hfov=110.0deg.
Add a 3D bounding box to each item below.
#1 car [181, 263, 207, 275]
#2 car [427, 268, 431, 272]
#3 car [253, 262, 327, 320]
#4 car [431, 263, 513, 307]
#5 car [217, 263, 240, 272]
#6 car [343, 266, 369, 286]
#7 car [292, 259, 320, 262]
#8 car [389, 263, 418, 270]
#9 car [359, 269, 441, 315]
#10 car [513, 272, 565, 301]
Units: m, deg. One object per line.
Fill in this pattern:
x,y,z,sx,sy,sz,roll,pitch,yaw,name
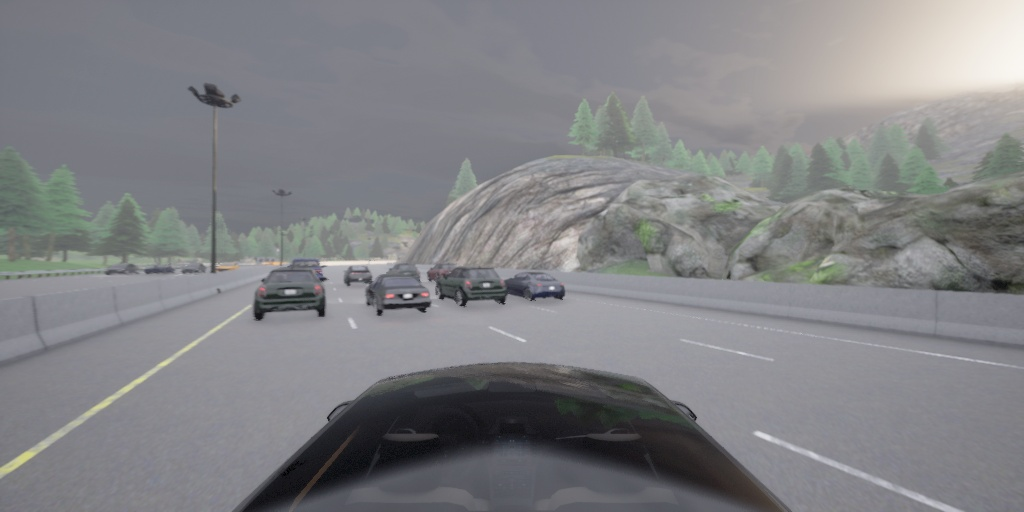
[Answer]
-42.915,1.710,48.522,1.837,1.490,4.892,0,-1,-28,car
-6.065,1.419,31.780,2.097,1.767,4.553,0,-1,-28,car
-8.226,1.220,13.599,2.097,1.767,4.553,0,-1,-28,car
-2.057,1.263,16.908,2.097,1.767,4.553,0,-1,-28,car
-40.257,1.712,50.972,1.882,1.535,5.008,0,-1,-28,car
-12.270,1.518,28.538,2.128,1.511,4.902,0,-1,-28,car
-14.914,1.220,26.043,2.150,2.045,5.566,0,0,-28,car
-9.150,1.397,30.127,2.097,1.767,4.553,0,-1,-28,car
-4.719,1.430,14.441,2.033,1.411,5.357,0,-1,-28,car
0.948,1.499,18.710,1.994,1.385,4.181,0,-1,-28,car
